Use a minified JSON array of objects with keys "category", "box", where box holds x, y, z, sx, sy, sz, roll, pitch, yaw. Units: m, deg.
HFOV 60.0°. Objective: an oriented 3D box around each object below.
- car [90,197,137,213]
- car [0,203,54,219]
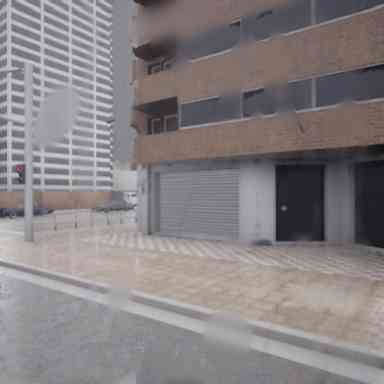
[{"category":"car","box":[-9.284,1.687,39.287,2.033,1.411,5.357,0,0,36]},{"category":"car","box":[-15.427,1.740,30.821,1.895,1.301,4.718,0,0,36]}]
